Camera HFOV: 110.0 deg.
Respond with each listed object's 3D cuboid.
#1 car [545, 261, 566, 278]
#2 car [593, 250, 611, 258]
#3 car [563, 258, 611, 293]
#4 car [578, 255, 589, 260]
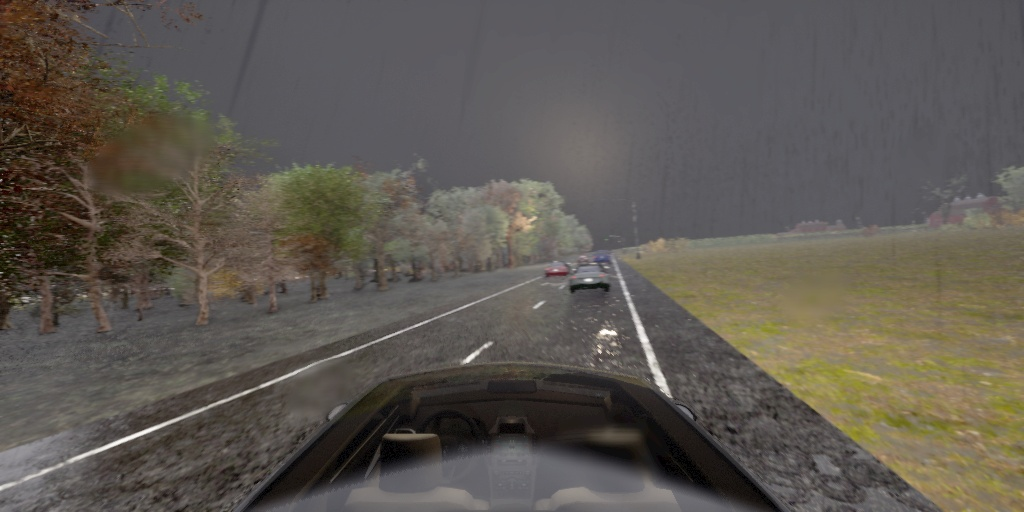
[{"bbox_3d":[4.232,1.147,32.431,1.994,1.385,4.181,-5,0,15],"label":"car"},{"bbox_3d":[12.273,0.212,48.717,2.150,2.045,5.566,-5,0,15],"label":"car"},{"bbox_3d":[4.128,1.069,18.835,1.994,1.385,4.181,-5,0,15],"label":"car"},{"bbox_3d":[12.371,0.588,62.202,1.812,1.442,4.674,-5,-1,15],"label":"car"}]
